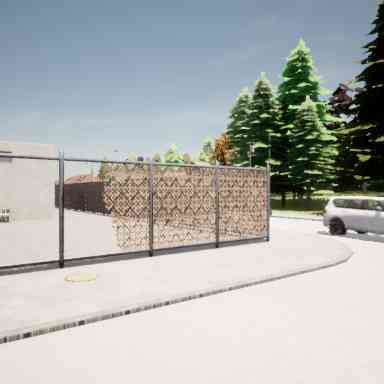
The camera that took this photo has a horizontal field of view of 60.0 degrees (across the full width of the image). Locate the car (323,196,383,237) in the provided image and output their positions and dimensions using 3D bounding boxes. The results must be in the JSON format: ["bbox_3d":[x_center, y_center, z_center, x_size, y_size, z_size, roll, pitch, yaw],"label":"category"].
[{"bbox_3d":[8.855,1.223,15.782,2.150,2.045,5.566,1,0,-25],"label":"car"}]
